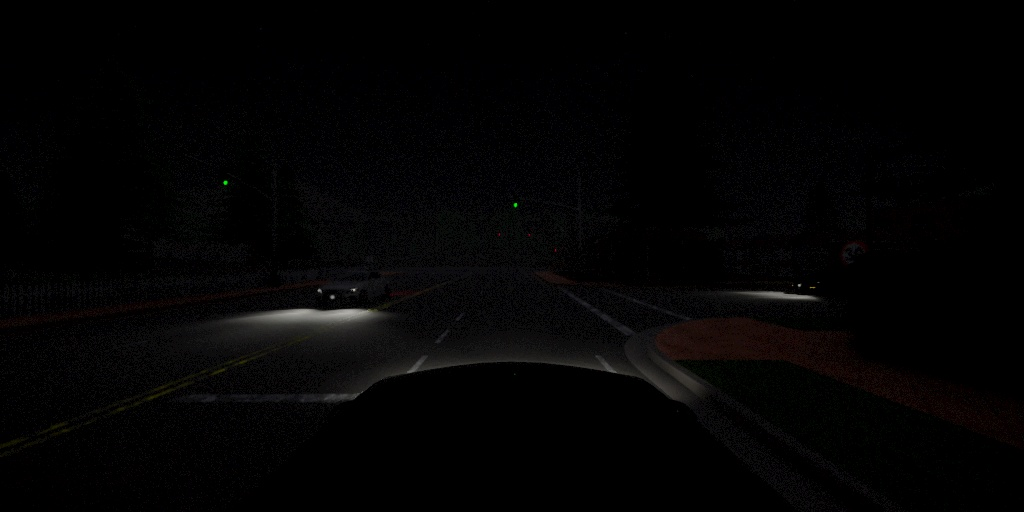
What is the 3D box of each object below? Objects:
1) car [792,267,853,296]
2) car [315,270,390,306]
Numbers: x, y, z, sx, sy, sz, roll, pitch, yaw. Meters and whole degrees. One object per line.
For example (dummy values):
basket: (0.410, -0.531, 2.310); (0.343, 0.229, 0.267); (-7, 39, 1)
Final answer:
car: (17.674, 1.312, 19.031); (4.892, 1.490, 1.837); (0, 0, 0)
car: (-7.012, 1.356, 16.333); (1.812, 1.442, 4.674); (0, -1, 0)
